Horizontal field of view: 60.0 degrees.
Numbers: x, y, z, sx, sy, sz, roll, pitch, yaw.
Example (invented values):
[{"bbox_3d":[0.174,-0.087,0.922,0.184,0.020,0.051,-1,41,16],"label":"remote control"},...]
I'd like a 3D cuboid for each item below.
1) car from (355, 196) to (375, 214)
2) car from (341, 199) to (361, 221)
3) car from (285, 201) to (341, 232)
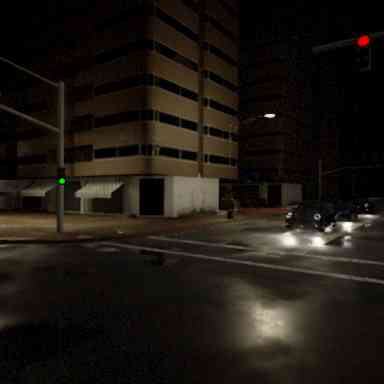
[{"bbox_3d":[18.318,1.373,35.959,2.097,1.767,4.553,0,0,35],"label":"car"},{"bbox_3d":[12.547,1.547,27.787,1.812,1.442,4.674,0,0,35],"label":"car"},{"bbox_3d":[7.421,1.374,20.538,2.097,1.767,4.553,0,0,35],"label":"car"}]
